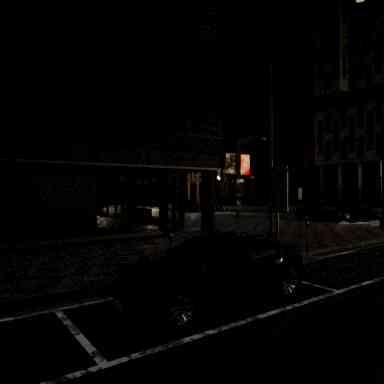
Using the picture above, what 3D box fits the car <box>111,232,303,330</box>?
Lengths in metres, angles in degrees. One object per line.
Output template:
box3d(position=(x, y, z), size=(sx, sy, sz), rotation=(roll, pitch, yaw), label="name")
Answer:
box3d(position=(0.521, 1.565, 6.929), size=(4.313, 1.339, 1.947), rotation=(0, 0, -36), label="car")

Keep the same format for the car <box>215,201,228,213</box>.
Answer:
box3d(position=(2.783, 1.939, 44.753), size=(2.128, 1.511, 4.902), rotation=(0, -1, -36), label="car")

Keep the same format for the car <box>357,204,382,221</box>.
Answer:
box3d(position=(14.233, 1.748, 28.871), size=(1.994, 1.385, 4.181), rotation=(0, -1, -36), label="car")

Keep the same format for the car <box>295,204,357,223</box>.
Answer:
box3d(position=(10.874, 1.744, 27.952), size=(1.812, 1.442, 4.674), rotation=(0, 0, -36), label="car")

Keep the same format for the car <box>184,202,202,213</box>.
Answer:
box3d(position=(-0.403, 2.003, 43.616), size=(1.812, 1.442, 4.674), rotation=(0, 0, -36), label="car")
